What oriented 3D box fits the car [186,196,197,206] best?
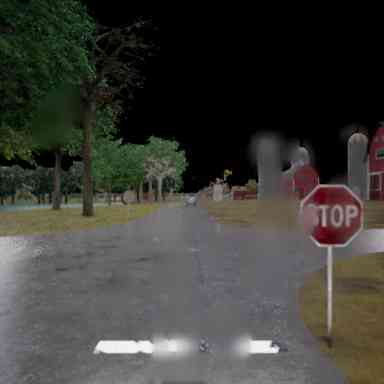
[{"bbox_3d":[-0.101,1.810,60.908,2.128,1.511,4.902,0,-1,0],"label":"car"}]

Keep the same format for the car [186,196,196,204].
[{"bbox_3d":[-0.119,1.659,71.303,2.097,1.767,4.553,0,-1,0],"label":"car"}]
